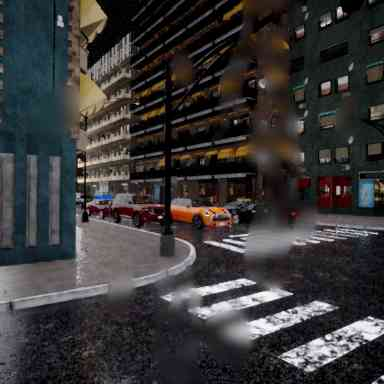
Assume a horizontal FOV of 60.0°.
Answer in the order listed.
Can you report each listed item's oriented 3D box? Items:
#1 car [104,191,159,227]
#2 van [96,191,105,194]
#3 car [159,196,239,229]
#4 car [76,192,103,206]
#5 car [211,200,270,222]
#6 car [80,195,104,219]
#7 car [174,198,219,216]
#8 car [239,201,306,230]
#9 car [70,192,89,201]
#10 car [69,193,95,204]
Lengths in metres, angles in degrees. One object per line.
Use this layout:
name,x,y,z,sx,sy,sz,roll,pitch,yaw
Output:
car,-3.217,1.034,20.312,2.192,1.841,5.009,2,0,-36
van,-12.733,0.727,47.759,1.690,1.788,3.998,2,0,-36
car,0.294,1.127,19.894,2.097,1.767,4.553,1,0,-37
car,-11.769,1.003,36.537,1.812,1.442,4.674,1,1,-36
car,3.588,1.353,25.192,1.947,1.339,4.313,2,0,-36
car,-6.489,1.183,24.825,1.887,1.381,4.507,2,0,-36
car,0.323,1.289,29.705,1.802,1.307,4.206,2,0,-36
car,4.310,1.338,19.775,1.837,1.490,4.892,-1,1,-38
car,-19.267,0.770,56.784,1.887,1.381,4.507,2,0,-36
car,-15.764,0.890,47.427,2.033,1.411,5.357,1,0,-36
